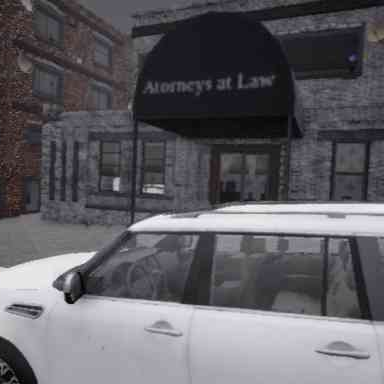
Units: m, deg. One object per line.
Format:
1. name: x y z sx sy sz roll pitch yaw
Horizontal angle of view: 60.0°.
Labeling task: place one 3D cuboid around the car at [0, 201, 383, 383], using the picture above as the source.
1. car: 0.273 1.140 3.243 5.566 2.045 2.435 0 1 21
